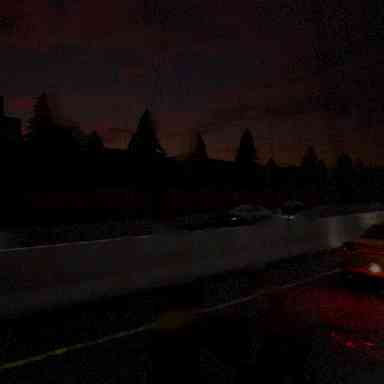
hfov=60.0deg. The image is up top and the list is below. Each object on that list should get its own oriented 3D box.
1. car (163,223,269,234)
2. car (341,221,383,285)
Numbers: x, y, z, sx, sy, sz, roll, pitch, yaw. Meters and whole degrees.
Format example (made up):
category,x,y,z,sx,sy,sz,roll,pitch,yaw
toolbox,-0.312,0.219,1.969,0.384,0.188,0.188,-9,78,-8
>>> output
category,x,y,z,sx,sy,sz,roll,pitch,yaw
car,0.931,1.601,13.959,4.718,1.301,1.895,0,0,-42
car,5.760,1.477,8.693,5.008,1.535,1.882,0,0,-41
